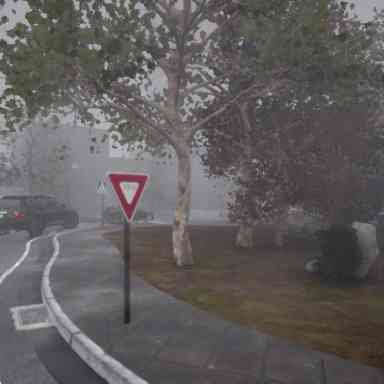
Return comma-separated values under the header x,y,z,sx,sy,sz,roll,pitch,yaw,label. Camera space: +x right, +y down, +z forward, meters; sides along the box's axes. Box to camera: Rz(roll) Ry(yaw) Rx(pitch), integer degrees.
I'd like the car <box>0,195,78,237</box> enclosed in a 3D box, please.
x,y,z,sx,sy,sz,roll,pitch,yaw,label
-8.458,1.213,18.229,2.150,2.045,5.566,-1,0,10,car

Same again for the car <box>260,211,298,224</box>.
x,y,z,sx,sy,sz,roll,pitch,yaw,label
10.188,3.119,39.885,5.008,1.535,1.882,5,-4,-42,car

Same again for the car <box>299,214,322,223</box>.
x,y,z,sx,sy,sz,roll,pitch,yaw,label
17.560,3.768,46.675,4.892,1.490,1.837,4,-3,-42,car

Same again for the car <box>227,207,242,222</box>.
x,y,z,sx,sy,sz,roll,pitch,yaw,label
6.758,2.743,41.038,5.566,2.045,2.150,5,-3,-42,car

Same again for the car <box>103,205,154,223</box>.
x,y,z,sx,sy,sz,roll,pitch,yaw,label
-5.409,1.879,29.042,1.837,1.490,4.892,-1,-4,38,car
